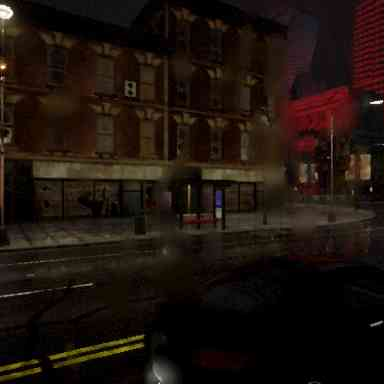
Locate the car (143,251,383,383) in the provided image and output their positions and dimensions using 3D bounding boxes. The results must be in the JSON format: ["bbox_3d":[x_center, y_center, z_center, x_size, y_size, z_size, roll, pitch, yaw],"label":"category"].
[{"bbox_3d":[1.688,1.525,4.287,4.674,1.442,1.812,0,0,-30],"label":"car"}]
